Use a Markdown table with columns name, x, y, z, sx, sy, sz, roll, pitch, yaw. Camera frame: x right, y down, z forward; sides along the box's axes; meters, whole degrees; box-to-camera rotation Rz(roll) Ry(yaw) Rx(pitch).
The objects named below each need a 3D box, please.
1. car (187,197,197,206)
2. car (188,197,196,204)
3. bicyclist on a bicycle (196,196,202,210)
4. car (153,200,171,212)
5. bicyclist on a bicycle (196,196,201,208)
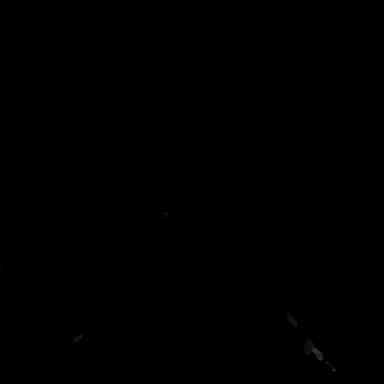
| name | x | y | z | sx | sy | sz | roll | pitch | yaw |
| --- | --- | --- | --- | --- | --- | --- | --- | --- | --- |
| car | 0.035 | 1.703 | 58.608 | 1.837 | 1.490 | 4.892 | 0 | 0 | 0 |
| car | 0.027 | 1.837 | 75.562 | 1.882 | 1.535 | 5.008 | 0 | -1 | 0 |
| bicyclist on a bicycle | 0.977 | 1.484 | 43.330 | 0.659 | 1.776 | 1.843 | 0 | 0 | 0 |
| car | -3.577 | 1.649 | 40.787 | 2.033 | 1.411 | 5.357 | 0 | 0 | 0 |
| bicyclist on a bicycle | 0.980 | 1.522 | 51.197 | 0.659 | 1.776 | 1.843 | 0 | 0 | 0 |
